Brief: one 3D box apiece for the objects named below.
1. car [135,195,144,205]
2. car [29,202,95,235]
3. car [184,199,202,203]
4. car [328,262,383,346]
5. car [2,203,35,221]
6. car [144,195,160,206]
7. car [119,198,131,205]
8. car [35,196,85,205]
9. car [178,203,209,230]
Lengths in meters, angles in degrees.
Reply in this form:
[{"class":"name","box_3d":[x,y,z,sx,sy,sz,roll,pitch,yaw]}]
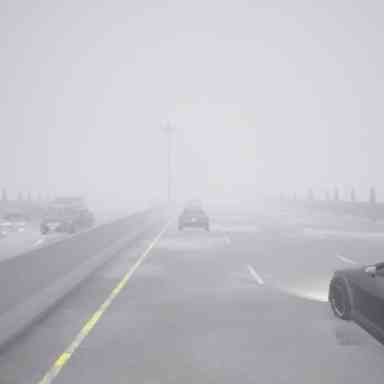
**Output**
[{"class":"car","box_3d":[-10.475,1.647,69.850,2.150,2.045,5.566,0,0,0]},{"class":"car","box_3d":[-7.092,1.596,19.385,2.128,1.511,4.902,0,0,0]},{"class":"car","box_3d":[0.114,1.570,39.940,2.097,1.767,4.553,0,0,0]},{"class":"car","box_3d":[3.605,1.590,4.726,1.994,1.385,4.181,0,0,0]},{"class":"car","box_3d":[-14.087,1.702,28.721,2.033,1.411,5.357,0,0,0]},{"class":"car","box_3d":[-7.011,1.705,60.806,2.097,1.767,4.553,0,0,1]},{"class":"car","box_3d":[-13.975,1.962,69.879,2.033,1.411,5.357,0,0,0]},{"class":"car","box_3d":[-10.587,1.373,27.957,2.150,2.045,5.566,0,0,0]},{"class":"car","box_3d":[0.108,1.685,22.338,1.994,1.385,4.181,0,0,0]}]
